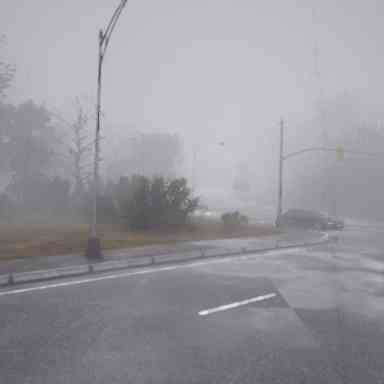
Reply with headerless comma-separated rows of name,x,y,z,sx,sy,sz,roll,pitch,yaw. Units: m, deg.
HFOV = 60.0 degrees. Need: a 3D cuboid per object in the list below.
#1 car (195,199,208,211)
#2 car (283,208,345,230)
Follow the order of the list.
car,0.764,1.618,44.459,1.882,1.535,5.008,2,1,-16
car,8.759,1.966,24.338,1.837,1.490,4.892,2,0,-27
